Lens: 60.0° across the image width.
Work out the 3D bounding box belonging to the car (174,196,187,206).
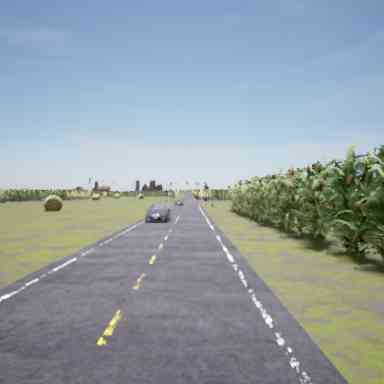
[{"bbox_3d":[-2.710,2.092,69.527,2.128,1.511,4.902,0,0,0],"label":"car"}]

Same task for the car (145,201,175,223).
[{"bbox_3d":[-2.831,1.756,28.247,2.128,1.511,4.902,0,0,0],"label":"car"}]
